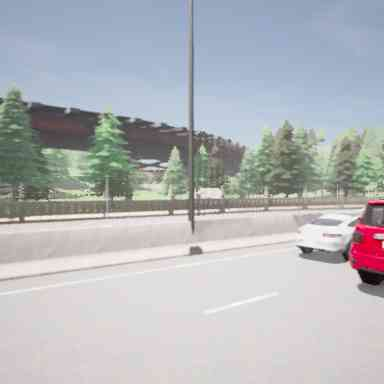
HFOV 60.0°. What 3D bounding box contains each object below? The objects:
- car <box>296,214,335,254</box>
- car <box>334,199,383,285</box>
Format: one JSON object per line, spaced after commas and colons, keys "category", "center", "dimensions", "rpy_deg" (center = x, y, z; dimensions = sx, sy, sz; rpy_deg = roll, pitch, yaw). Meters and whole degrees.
{"category": "car", "center": [5.731, 1.525, 12.174], "dimensions": [4.674, 1.442, 1.812], "rpy_deg": [1, -1, -35]}
{"category": "car", "center": [6.158, 1.211, 8.194], "dimensions": [5.566, 2.045, 2.150], "rpy_deg": [1, -1, -35]}
